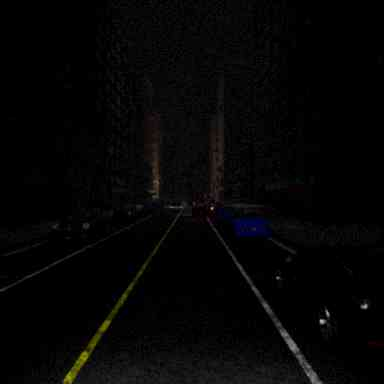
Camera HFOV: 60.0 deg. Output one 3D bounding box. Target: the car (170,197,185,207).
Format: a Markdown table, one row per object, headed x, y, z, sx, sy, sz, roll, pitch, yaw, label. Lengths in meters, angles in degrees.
| x | y | z | sx | sy | sz | roll | pitch | yaw | label |
| --- | --- | --- | --- | --- | --- | --- | --- | --- | --- |
| -3.009 | 2.189 | 65.701 | 2.033 | 1.411 | 5.357 | 0 | -1 | 0 | car |

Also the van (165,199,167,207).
| x | y | z | sx | sy | sz | roll | pitch | yaw | label |
| --- | --- | --- | --- | --- | --- | --- | --- | --- | --- |
| -5.672 | 1.885 | 55.746 | 1.690 | 1.788 | 3.998 | 0 | -1 | 0 | van |

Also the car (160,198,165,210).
| x | y | z | sx | sy | sz | roll | pitch | yaw | label |
| --- | --- | --- | --- | --- | --- | --- | --- | --- | --- |
| -5.671 | 2.041 | 50.242 | 2.008 | 1.369 | 4.403 | 0 | -1 | 0 | car |

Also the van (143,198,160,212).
| x | y | z | sx | sy | sz | roll | pitch | yaw | label |
| --- | --- | --- | --- | --- | --- | --- | --- | --- | --- |
| -5.671 | 1.777 | 44.745 | 1.690 | 1.788 | 3.998 | 0 | -1 | 0 | van |

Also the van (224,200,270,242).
| x | y | z | sx | sy | sz | roll | pitch | yaw | label |
| --- | --- | --- | --- | --- | --- | --- | --- | --- | --- |
| 2.855 | 1.510 | 17.238 | 1.690 | 1.788 | 3.998 | 0 | -1 | 0 | van |

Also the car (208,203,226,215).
| x | y | z | sx | sy | sz | roll | pitch | yaw | label |
| --- | --- | --- | --- | --- | --- | --- | --- | --- | --- |
| 2.855 | 1.965 | 39.241 | 1.802 | 1.307 | 4.206 | 0 | -1 | 0 | car |

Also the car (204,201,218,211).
| x | y | z | sx | sy | sz | roll | pitch | yaw | label |
| --- | --- | --- | --- | --- | --- | --- | --- | --- | --- |
| 2.855 | 2.072 | 50.242 | 1.802 | 1.307 | 4.206 | 0 | -1 | 0 | car |

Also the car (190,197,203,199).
| x | y | z | sx | sy | sz | roll | pitch | yaw | label |
| --- | --- | --- | --- | --- | --- | --- | --- | --- | --- |
| 0.899 | 1.885 | 44.107 | 1.801 | 1.575 | 5.366 | 0 | -1 | 0 | car |

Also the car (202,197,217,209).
| x | y | z | sx | sy | sz | roll | pitch | yaw | label |
| --- | --- | --- | --- | --- | --- | --- | --- | --- | --- |
| 2.854 | 1.859 | 55.746 | 2.192 | 1.841 | 5.009 | 0 | -1 | 0 | car |

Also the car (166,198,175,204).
| x | y | z | sx | sy | sz | roll | pitch | yaw | label |
| --- | --- | --- | --- | --- | --- | --- | --- | --- | --- |
| -5.673 | 2.317 | 88.752 | 1.967 | 1.590 | 4.097 | 0 | -1 | 0 | car |

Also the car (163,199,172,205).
| x | y | z | sx | sy | sz | roll | pitch | yaw | label |
| --- | --- | --- | --- | --- | --- | --- | --- | --- | --- |
| -5.672 | 2.331 | 77.748 | 1.947 | 1.339 | 4.313 | 0 | -1 | 0 | car |

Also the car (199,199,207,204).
| x | y | z | sx | sy | sz | roll | pitch | yaw | label |
| --- | --- | --- | --- | --- | --- | --- | --- | --- | --- |
| 2.853 | 2.443 | 88.750 | 1.947 | 1.339 | 4.313 | 0 | -1 | 0 | car |

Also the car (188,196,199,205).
| x | y | z | sx | sy | sz | roll | pitch | yaw | label |
| --- | --- | --- | --- | --- | --- | --- | --- | --- | --- |
| 0.898 | 1.712 | 49.949 | 2.150 | 2.045 | 5.566 | 0 | -1 | 0 | car |

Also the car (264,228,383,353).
| x | y | z | sx | sy | sz | roll | pitch | yaw | label |
| --- | --- | --- | --- | --- | --- | --- | --- | --- | --- |
| 2.856 | 1.628 | 6.234 | 1.947 | 1.339 | 4.313 | 0 | -1 | 0 | car |

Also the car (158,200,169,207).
| x | y | z | sx | sy | sz | roll | pitch | yaw | label |
| --- | --- | --- | --- | --- | --- | --- | --- | --- | --- |
| -5.671 | 2.236 | 66.746 | 1.802 | 1.307 | 4.206 | 0 | -1 | 0 | car |

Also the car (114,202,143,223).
| x | y | z | sx | sy | sz | roll | pitch | yaw | label |
| --- | --- | --- | --- | --- | --- | --- | --- | --- | --- |
| -5.670 | 1.716 | 28.240 | 1.967 | 1.590 | 4.097 | 0 | -1 | 0 | car |

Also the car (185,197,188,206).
| x | y | z | sx | sy | sz | roll | pitch | yaw | label |
| --- | --- | --- | --- | --- | --- | --- | --- | --- | --- |
| -0.002 | 1.958 | 69.123 | 2.097 | 1.767 | 4.553 | 0 | -1 | 0 | car |

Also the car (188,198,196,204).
| x | y | z | sx | sy | sz | roll | pitch | yaw | label |
| --- | --- | --- | --- | --- | --- | --- | --- | --- | --- |
| -0.003 | 2.280 | 84.256 | 1.994 | 1.385 | 4.181 | 0 | -1 | 0 | car |

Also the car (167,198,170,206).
| x | y | z | sx | sy | sz | roll | pitch | yaw | label |
| --- | --- | --- | --- | --- | --- | --- | --- | --- | --- |
| -5.671 | 2.165 | 61.245 | 1.947 | 1.339 | 4.313 | 0 | -1 | 0 | car |

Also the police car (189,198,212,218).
| x | y | z | sx | sy | sz | roll | pitch | yaw | label |
| --- | --- | --- | --- | --- | --- | --- | --- | --- | --- |
| 0.899 | 1.757 | 34.027 | 1.930 | 1.638 | 5.238 | 0 | -1 | 0 | police car |

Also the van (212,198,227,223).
| x | y | z | sx | sy | sz | roll | pitch | yaw | label |
| --- | --- | --- | --- | --- | --- | --- | --- | --- | --- |
| 2.855 | 1.617 | 28.241 | 1.690 | 1.788 | 3.998 | 0 | -1 | 0 | van |

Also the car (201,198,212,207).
| x | y | z | sx | sy | sz | roll | pitch | yaw | label |
| --- | --- | --- | --- | --- | --- | --- | --- | --- | --- |
| 2.854 | 2.094 | 66.747 | 1.967 | 1.590 | 4.097 | 0 | -1 | 0 | car |

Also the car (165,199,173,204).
| x | y | z | sx | sy | sz | roll | pitch | yaw | label |
| --- | --- | --- | --- | --- | --- | --- | --- | --- | --- |
| -5.673 | 2.403 | 83.249 | 1.802 | 1.307 | 4.206 | 0 | -1 | 0 | car |

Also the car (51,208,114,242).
| x | y | z | sx | sy | sz | roll | pitch | yaw | label |
| --- | --- | --- | --- | --- | --- | --- | --- | --- | --- |
| -5.670 | 1.609 | 17.237 | 1.967 | 1.590 | 4.097 | 0 | -1 | 0 | car |
